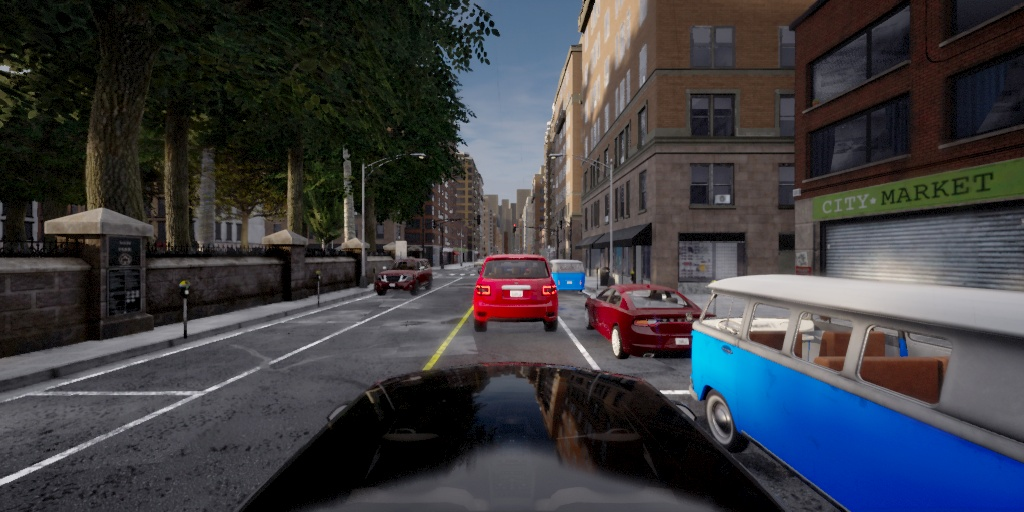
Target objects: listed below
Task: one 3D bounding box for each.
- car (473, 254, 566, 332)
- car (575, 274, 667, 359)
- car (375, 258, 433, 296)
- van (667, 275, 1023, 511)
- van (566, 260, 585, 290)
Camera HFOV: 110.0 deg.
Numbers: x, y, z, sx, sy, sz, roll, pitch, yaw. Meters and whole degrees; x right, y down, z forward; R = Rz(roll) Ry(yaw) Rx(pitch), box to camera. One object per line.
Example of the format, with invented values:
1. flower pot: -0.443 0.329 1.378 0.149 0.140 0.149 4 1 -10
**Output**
1. car: 0.093 0.970 10.997 2.150 2.045 5.566 0 0 0
2. car: 2.854 1.294 8.239 1.888 1.381 4.507 0 0 0
3. car: -5.676 1.059 19.516 2.192 1.841 5.009 0 0 0
4. van: 2.856 1.091 2.578 1.690 1.789 3.998 0 0 0
5. van: 2.849 1.085 19.560 1.690 1.789 3.998 0 0 0
